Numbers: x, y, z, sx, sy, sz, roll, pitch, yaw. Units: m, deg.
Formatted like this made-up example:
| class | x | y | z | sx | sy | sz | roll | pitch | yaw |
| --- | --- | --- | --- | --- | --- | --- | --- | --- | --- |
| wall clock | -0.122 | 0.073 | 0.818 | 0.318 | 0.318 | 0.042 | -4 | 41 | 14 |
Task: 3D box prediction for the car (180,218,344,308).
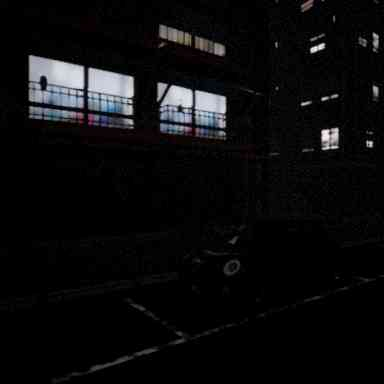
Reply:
| class | x | y | z | sx | sy | sz | roll | pitch | yaw |
| --- | --- | --- | --- | --- | --- | --- | --- | --- | --- |
| car | 1.686 | 1.404 | 7.764 | 4.097 | 1.590 | 1.967 | 0 | 0 | -36 |
